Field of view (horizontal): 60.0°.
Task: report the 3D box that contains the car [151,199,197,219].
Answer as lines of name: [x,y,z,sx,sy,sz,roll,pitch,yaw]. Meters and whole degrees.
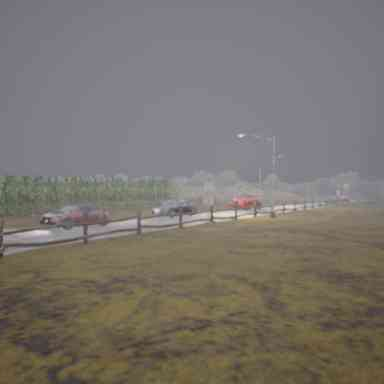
car: [-1.485,1.413,28.972,2.128,1.511,4.902,2,1,35]

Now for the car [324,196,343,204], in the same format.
car: [26.760,1.538,63.683,2.128,1.511,4.902,2,1,35]

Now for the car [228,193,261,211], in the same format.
car: [6.440,1.133,40.084,2.150,2.045,5.566,2,1,36]

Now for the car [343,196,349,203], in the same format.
car: [32.984,1.585,72.538,1.882,1.535,5.008,2,1,35]

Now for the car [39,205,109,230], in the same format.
car: [-7.270,1.497,20.859,1.994,1.385,4.181,2,1,36]
